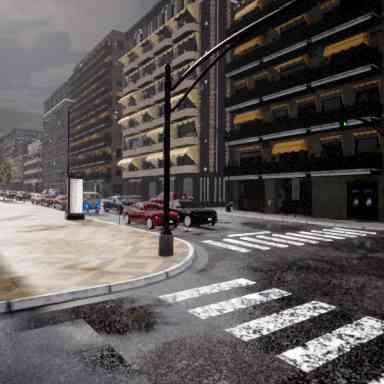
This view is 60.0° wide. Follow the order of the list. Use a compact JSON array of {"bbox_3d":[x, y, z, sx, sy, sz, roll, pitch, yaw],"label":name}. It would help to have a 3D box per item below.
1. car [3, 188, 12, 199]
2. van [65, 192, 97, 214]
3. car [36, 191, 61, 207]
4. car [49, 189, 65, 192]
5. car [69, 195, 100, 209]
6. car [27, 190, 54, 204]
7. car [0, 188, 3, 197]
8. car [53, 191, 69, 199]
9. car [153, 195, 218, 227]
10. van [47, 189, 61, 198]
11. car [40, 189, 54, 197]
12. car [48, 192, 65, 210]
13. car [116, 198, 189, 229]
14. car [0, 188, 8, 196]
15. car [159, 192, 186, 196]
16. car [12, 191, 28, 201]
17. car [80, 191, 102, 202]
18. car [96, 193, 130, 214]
[{"bbox_3d":[-32.421,0.471,60.202,1.887,1.381,4.507,2,0,-36],"label":"car"},{"bbox_3d":[-9.071,0.881,28.218,1.690,1.788,3.998,2,0,-36],"label":"van"},{"bbox_3d":[-15.747,0.909,37.356,1.887,1.381,4.507,2,0,-36],"label":"car"},{"bbox_3d":[-17.682,0.635,44.463,2.097,1.767,4.553,1,0,-36],"label":"car"},{"bbox_3d":[-11.826,1.039,36.369,1.895,1.301,4.718,1,0,-36],"label":"car"},{"bbox_3d":[-18.981,0.805,41.788,1.752,1.417,4.829,2,0,-36],"label":"car"},{"bbox_3d":[-39.091,0.301,69.339,2.008,1.369,4.403,2,0,-36],"label":"car"},{"bbox_3d":[-25.757,0.530,65.286,1.752,1.417,4.829,2,0,-36],"label":"car"},{"bbox_3d":[-0.419,1.217,20.723,1.882,1.535,5.008,1,0,-35],"label":"car"},{"bbox_3d":[-28.986,0.261,69.717,1.690,1.788,3.998,2,0,-36],"label":"van"},{"bbox_3d":[-32.324,0.272,74.286,1.967,1.590,4.097,2,0,-36],"label":"car"},{"bbox_3d":[-12.412,0.997,32.787,1.887,1.381,4.507,2,0,-36],"label":"car"},{"bbox_3d":[-2.408,1.261,19.080,1.887,1.381,4.507,2,0,-36],"label":"car"},{"bbox_3d":[-42.419,-0.022,73.909,2.192,1.841,5.009,2,0,-36],"label":"car"},{"bbox_3d":[-2.307,0.937,33.164,2.192,1.841,5.009,2,0,-36],"label":"car"},{"bbox_3d":[-25.748,0.542,51.063,1.967,1.590,4.097,2,0,-36],"label":"car"},{"bbox_3d":[-15.650,0.711,51.441,1.967,1.590,4.097,2,0,-36],"label":"car"},{"bbox_3d":[-6.004,1.083,28.382,2.128,1.511,4.902,1,0,-36],"label":"car"}]
